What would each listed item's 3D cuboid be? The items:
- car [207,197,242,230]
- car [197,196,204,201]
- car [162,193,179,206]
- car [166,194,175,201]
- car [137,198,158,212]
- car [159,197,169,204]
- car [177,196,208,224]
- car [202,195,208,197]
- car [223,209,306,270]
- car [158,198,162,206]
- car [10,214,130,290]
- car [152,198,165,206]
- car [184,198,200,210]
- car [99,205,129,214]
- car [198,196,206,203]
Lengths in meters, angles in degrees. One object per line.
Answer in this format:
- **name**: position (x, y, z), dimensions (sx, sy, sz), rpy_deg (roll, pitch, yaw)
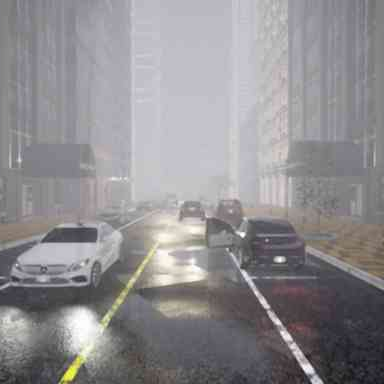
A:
- **car**: position (2.593, 1.416, 24.804), dimensions (2.192, 1.841, 5.009), rpy_deg (-1, 0, 0)
- **car**: position (2.371, 1.863, 92.902), dimensions (1.802, 1.307, 4.206), rpy_deg (-1, 0, 0)
- **car**: position (-3.167, 1.065, 50.302), dimensions (2.150, 2.045, 5.566), rpy_deg (0, 0, 0)
- **car**: position (-6.014, 1.598, 92.926), dimensions (2.192, 1.841, 5.009), rpy_deg (-1, 0, 0)
- **car**: position (-5.840, 1.728, 41.856), dimensions (1.947, 1.339, 4.313), rpy_deg (-1, 0, 0)
- **car**: position (-5.934, 1.821, 70.227), dimensions (1.802, 1.307, 4.206), rpy_deg (-1, 0, 0)
- **car**: position (0.003, 1.471, 29.176), dimensions (2.097, 1.767, 4.553), rpy_deg (0, 0, 0)
- **car**: position (2.501, 1.718, 53.348), dimensions (1.752, 1.417, 4.829), rpy_deg (-1, 0, 0)
- **car**: position (2.319, 1.551, 11.237), dimensions (1.837, 1.490, 4.892), rpy_deg (0, 0, 0)
- **car**: position (-5.859, 1.744, 47.530), dimensions (1.947, 1.339, 4.313), rpy_deg (-1, 0, 0)
- **car**: position (-3.129, 1.566, 9.303), dimensions (1.812, 1.442, 4.674), rpy_deg (0, 0, 0)
- **car**: position (-5.897, 1.735, 58.708), dimensions (1.752, 1.417, 4.829), rpy_deg (-1, 0, 0)
- **car**: position (-0.056, 1.666, 47.409), dimensions (2.128, 1.511, 4.902), rpy_deg (0, 0, 0)
- **car**: position (-5.784, 1.654, 24.833), dimensions (2.008, 1.369, 4.403), rpy_deg (-1, 0, 0)
- **car**: position (2.408, 1.806, 81.554), dimensions (1.887, 1.381, 4.507), rpy_deg (-1, 0, 0)
